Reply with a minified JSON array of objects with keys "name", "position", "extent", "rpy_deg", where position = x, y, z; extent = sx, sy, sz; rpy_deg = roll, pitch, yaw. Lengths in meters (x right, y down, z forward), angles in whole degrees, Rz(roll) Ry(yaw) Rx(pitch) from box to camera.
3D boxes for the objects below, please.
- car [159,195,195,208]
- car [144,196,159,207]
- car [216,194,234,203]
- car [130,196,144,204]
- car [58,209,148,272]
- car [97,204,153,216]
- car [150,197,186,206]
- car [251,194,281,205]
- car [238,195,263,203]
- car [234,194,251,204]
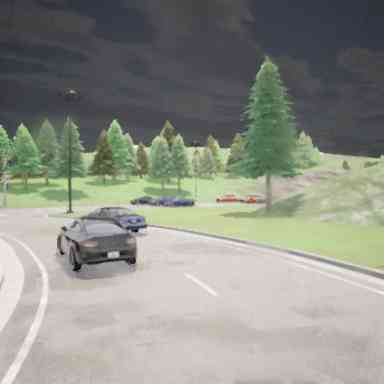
[{"name":"car","position":[-1.796,1.465,46.243],"extent":[4.674,1.442,1.812],"rpy_deg":[0,0,-34]},{"name":"car","position":[-4.221,1.300,48.821],"extent":[4.553,1.767,2.097],"rpy_deg":[0,0,-34]},{"name":"car","position":[6.778,1.222,64.782],"extent":[4.553,1.767,2.097],"rpy_deg":[0,0,-34]},{"name":"car","position":[-7.874,1.462,54.788],"extent":[4.892,1.490,1.837],"rpy_deg":[0,0,-34]},{"name":"car","position":[-3.207,1.525,10.959],"extent":[1.812,1.442,4.674],"rpy_deg":[0,0,-29]},{"name":"car","position":[-4.621,1.542,18.920],"extent":[2.033,1.411,5.357],"rpy_deg":[0,0,-41]},{"name":"car","position":[-3.786,1.486,53.354],"extent":[5.357,1.411,2.033],"rpy_deg":[0,0,-34]},{"name":"car","position":[12.894,1.343,56.301],"extent":[4.902,1.511,2.128],"rpy_deg":[0,0,-34]},{"name":"car","position":[11.151,1.375,63.540],"extent":[4.674,1.442,1.812],"rpy_deg":[0,0,-34]},{"name":"car","position":[10.375,1.211,58.809],"extent":[4.553,1.767,2.097],"rpy_deg":[0,0,-34]}]
